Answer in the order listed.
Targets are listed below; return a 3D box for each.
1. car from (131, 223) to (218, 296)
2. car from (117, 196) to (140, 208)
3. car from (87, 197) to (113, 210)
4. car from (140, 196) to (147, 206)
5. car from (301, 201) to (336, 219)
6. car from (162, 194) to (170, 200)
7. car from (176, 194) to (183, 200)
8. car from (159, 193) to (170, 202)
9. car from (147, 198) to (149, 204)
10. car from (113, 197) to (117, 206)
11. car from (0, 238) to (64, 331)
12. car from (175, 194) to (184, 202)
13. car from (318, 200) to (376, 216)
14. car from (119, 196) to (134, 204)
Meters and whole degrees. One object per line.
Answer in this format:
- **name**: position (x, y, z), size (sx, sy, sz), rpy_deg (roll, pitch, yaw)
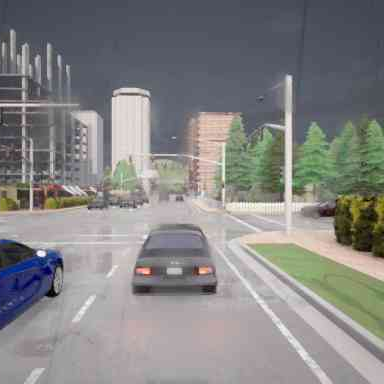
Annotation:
- **car**: position (-0.409, 1.547, 8.820), size (2.033, 1.411, 5.357), rpy_deg (0, 0, -2)
- **car**: position (-8.881, 1.564, 46.829), size (1.994, 1.385, 4.181), rpy_deg (0, 0, -2)
- **car**: position (-12.278, 1.547, 43.820), size (2.033, 1.411, 5.357), rpy_deg (0, 0, -2)
- **car**: position (-9.175, 1.564, 55.191), size (1.994, 1.385, 4.181), rpy_deg (0, 0, -2)
- **car**: position (11.779, 1.478, 28.178), size (5.008, 1.535, 1.882), rpy_deg (0, 0, -1)
- **car**: position (-6.665, 1.351, 84.745), size (1.812, 1.442, 4.674), rpy_deg (0, 0, -2)
- **car**: position (-3.167, 1.326, 84.873), size (1.837, 1.490, 4.892), rpy_deg (0, 0, -2)
- **car**: position (-6.317, 1.217, 75.211), size (2.150, 2.045, 5.566), rpy_deg (0, 0, -2)
- **car**: position (-9.486, 1.563, 65.143), size (1.994, 1.385, 4.181), rpy_deg (0, 0, -1)
- **car**: position (-12.635, 1.547, 53.858), size (2.033, 1.411, 5.357), rpy_deg (0, 0, -2)
- **car**: position (-3.723, 1.478, 5.526), size (1.882, 1.535, 5.008), rpy_deg (0, 0, -3)
- **car**: position (-2.831, 1.493, 75.659), size (1.837, 1.490, 4.892), rpy_deg (0, 0, -2)
- **car**: position (14.714, 1.526, 31.691), size (4.674, 1.442, 1.812), rpy_deg (0, 0, -1)
- **car**: position (-13.024, 1.547, 66.662), size (2.033, 1.411, 5.357), rpy_deg (0, 0, -2)
